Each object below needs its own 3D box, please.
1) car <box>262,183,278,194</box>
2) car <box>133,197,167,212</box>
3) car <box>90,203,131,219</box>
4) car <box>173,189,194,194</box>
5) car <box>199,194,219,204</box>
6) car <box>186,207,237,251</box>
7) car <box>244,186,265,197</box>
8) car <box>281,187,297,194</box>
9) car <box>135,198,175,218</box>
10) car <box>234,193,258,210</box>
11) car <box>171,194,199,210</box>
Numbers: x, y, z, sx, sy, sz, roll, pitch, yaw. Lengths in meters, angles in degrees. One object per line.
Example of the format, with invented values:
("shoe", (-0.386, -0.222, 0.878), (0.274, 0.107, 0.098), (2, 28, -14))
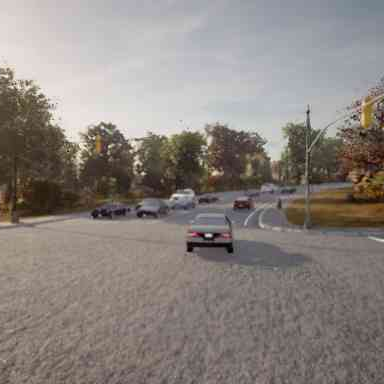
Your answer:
("car", (15.874, -0.778, 67.523), (2.150, 2.045, 5.566), (0, 3, 35))
("car", (-4.867, 1.419, 39.617), (2.033, 1.411, 5.357), (0, 2, 17))
("car", (-7.323, 1.655, 30.299), (1.895, 1.301, 4.718), (0, 1, 13))
("car", (-1.345, 0.687, 49.634), (2.150, 2.045, 5.566), (0, 3, 20))
("car", (2.475, 0.986, 49.773), (1.895, 1.301, 4.718), (0, 3, 23))
("car", (0.855, 1.602, 14.298), (2.033, 1.411, 5.357), (0, 0, 6))
("car", (10.646, 0.206, 58.749), (2.128, 1.511, 4.902), (0, 3, 30))
("car", (19.424, -0.366, 66.537), (1.895, 1.301, 4.718), (0, 3, 35))
("car", (-3.538, 1.581, 31.269), (2.033, 1.411, 5.357), (0, 1, 12))
("car", (6.164, 1.256, 39.058), (1.882, 1.535, 5.008), (0, 2, 18))
("car", (-0.967, 1.340, 40.342), (1.812, 1.442, 4.674), (0, 2, 18))
